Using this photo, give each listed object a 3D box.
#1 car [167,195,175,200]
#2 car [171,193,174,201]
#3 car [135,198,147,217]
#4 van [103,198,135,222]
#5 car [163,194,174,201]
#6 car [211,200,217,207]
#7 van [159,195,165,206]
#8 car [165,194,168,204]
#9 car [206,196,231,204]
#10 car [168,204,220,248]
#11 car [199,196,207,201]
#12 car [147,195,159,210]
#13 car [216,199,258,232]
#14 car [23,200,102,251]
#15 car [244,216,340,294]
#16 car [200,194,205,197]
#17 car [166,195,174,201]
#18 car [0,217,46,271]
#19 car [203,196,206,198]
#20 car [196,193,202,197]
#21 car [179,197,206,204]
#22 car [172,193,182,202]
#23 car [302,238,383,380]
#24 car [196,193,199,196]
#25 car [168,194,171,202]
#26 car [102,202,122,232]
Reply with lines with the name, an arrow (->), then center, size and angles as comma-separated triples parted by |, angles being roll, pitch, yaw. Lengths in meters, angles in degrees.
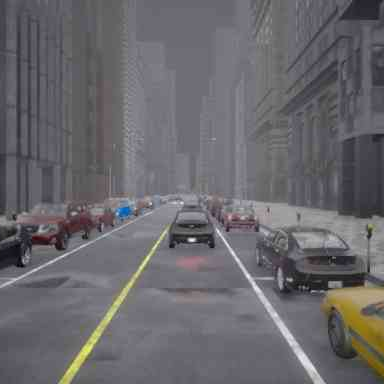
car -> -5.765, 1.577, 93.132 | 1.947, 1.339, 4.313 | 0, 0, 0
car -> -5.766, 1.444, 76.222 | 1.967, 1.590, 4.097 | 0, 0, 0
car -> -5.765, 1.436, 31.129 | 1.967, 1.590, 4.097 | 0, 0, 0
van -> -5.766, 1.338, 25.492 | 1.690, 1.788, 3.998 | 0, 0, 0
car -> -5.766, 1.321, 81.859 | 2.192, 1.841, 5.009 | 0, 0, 0
car -> 2.760, 1.563, 25.502 | 1.947, 1.339, 4.313 | 0, 0, 0
van -> -5.766, 1.337, 53.676 | 1.690, 1.788, 3.998 | 0, 0, 0
car -> -5.765, 1.523, 59.143 | 1.752, 1.417, 4.829 | 0, 0, 0
car -> 2.759, 1.312, 31.138 | 2.192, 1.841, 5.009 | 0, 0, 0
car -> 0.000, 1.514, 14.651 | 1.837, 1.490, 4.892 | 0, 0, 0
car -> 2.760, 1.588, 81.865 | 1.802, 1.307, 4.206 | 0, 0, 0
car -> -5.765, 1.436, 42.403 | 1.967, 1.590, 4.097 | 0, 0, 0
car -> 2.760, 1.437, 19.865 | 1.967, 1.590, 4.097 | 0, 0, 0
car -> -5.766, 1.312, 14.218 | 2.192, 1.841, 5.009 | 0, 0, 0
car -> 2.760, 1.548, 8.593 | 2.008, 1.369, 4.403 | 0, 0, 0
car -> 2.760, 1.437, 53.683 | 1.967, 1.590, 4.097 | 0, 0, 0
car -> -5.765, 1.574, 87.496 | 1.947, 1.339, 4.313 | 0, 0, 0
car -> -5.765, 1.563, 8.582 | 1.947, 1.339, 4.313 | 0, 0, 0
car -> 2.760, 1.562, 42.411 | 1.947, 1.339, 4.313 | 0, 0, 0
car -> 2.352, 1.527, 70.563 | 1.812, 1.442, 4.674 | 0, 0, 0
car -> 0.000, 1.514, 29.651 | 1.837, 1.490, 4.892 | 0, 0, 0
car -> -3.000, 1.558, 75.925 | 1.895, 1.301, 4.718 | 0, 0, 0
car -> 2.760, 1.523, 3.127 | 1.752, 1.417, 4.829 | 0, 0, 0
car -> 2.760, 1.593, 93.137 | 1.802, 1.307, 4.206 | 0, 0, 0
car -> -5.765, 1.550, 64.948 | 2.008, 1.369, 4.403 | 0, 0, 0
car -> -5.765, 1.541, 19.856 | 1.887, 1.381, 4.507 | 0, 0, 0
